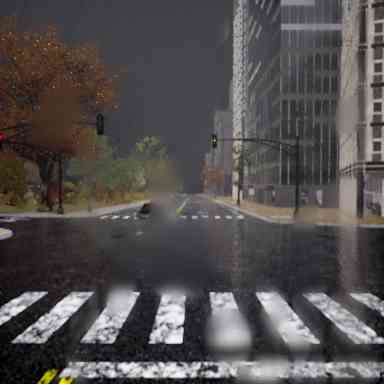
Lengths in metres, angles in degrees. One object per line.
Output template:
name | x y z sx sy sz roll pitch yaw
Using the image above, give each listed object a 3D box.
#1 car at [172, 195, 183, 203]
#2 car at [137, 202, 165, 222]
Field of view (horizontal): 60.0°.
car | -3.197 1.473 74.099 2.097 1.767 4.553 0 0 0
car | -3.231 1.606 26.824 1.837 1.490 4.892 0 0 0
